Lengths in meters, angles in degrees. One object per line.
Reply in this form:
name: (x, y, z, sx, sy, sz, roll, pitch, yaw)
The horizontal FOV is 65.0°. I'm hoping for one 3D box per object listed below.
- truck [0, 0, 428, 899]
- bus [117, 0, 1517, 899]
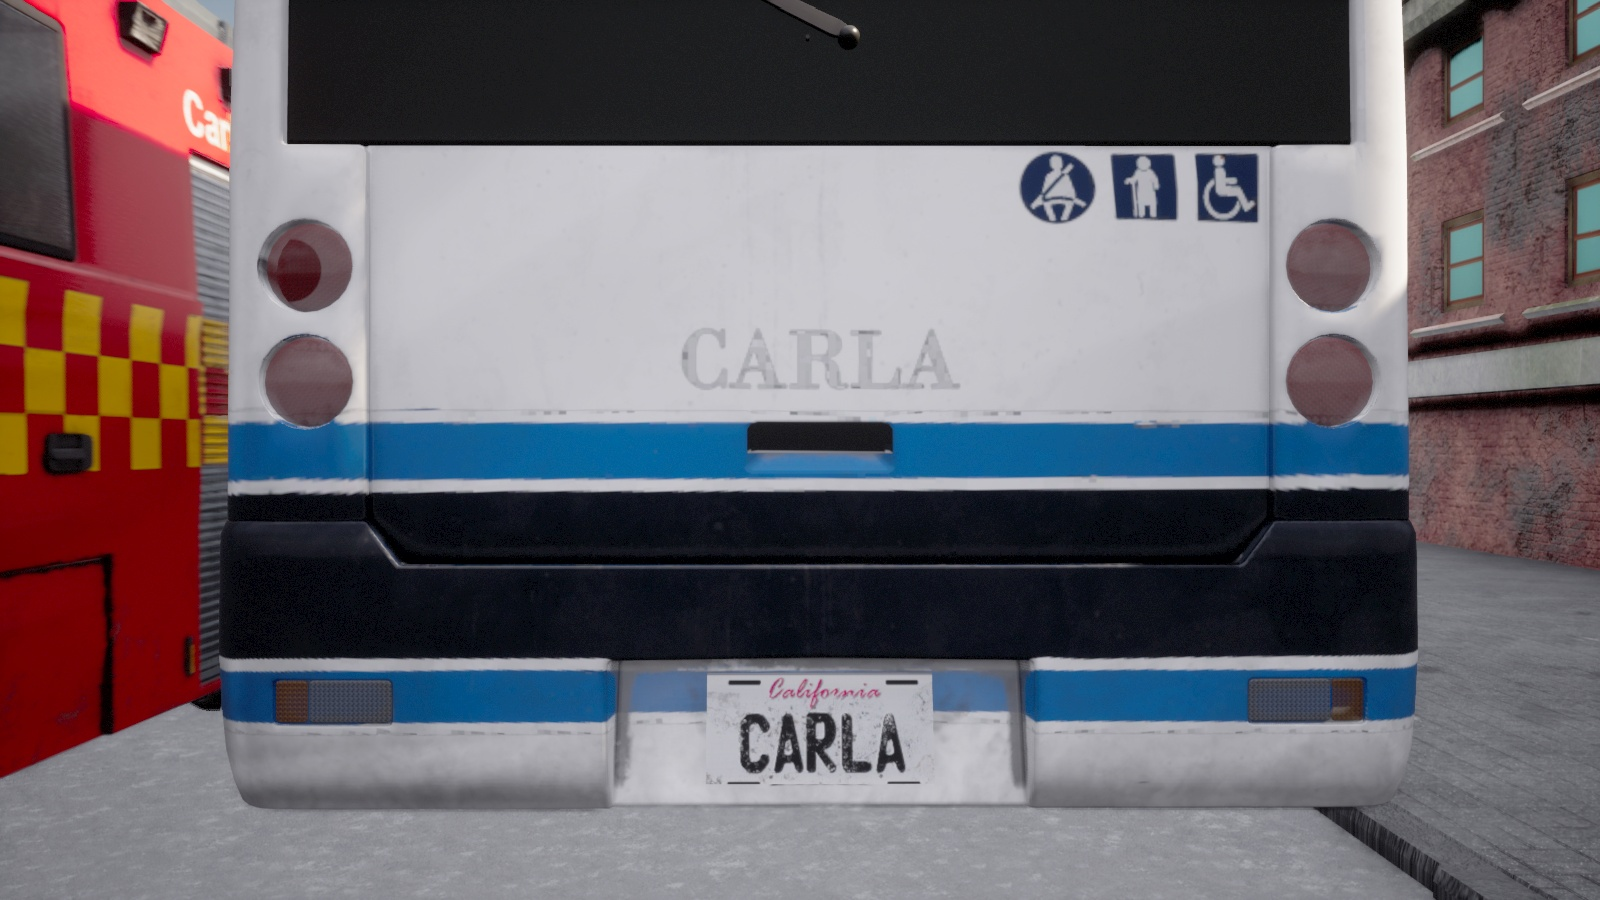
truck: (-3.982, -0.446, 4.312, 2.891, 3.827, 8.468, 0, 0, 0)
bus: (0.025, -0.679, 8.677, 3.944, 4.253, 10.273, 0, 0, 0)
